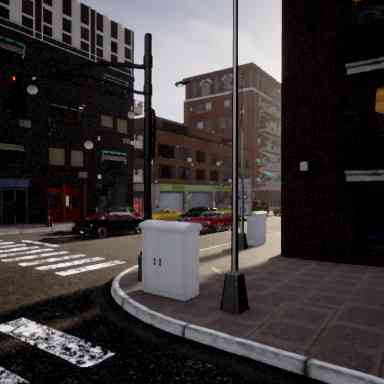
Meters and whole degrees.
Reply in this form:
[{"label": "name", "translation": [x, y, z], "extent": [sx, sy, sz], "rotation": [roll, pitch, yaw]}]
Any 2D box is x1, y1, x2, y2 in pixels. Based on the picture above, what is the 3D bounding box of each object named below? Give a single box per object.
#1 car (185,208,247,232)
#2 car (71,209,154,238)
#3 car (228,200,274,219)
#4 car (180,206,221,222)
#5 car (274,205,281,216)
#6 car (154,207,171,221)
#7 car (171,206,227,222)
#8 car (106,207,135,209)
[{"label": "car", "translation": [1.799, 2.017, 23.301], "extent": [1.895, 1.301, 4.718], "rotation": [0, -1, 35]}, {"label": "car", "translation": [-4.667, 1.881, 19.663], "extent": [1.895, 1.301, 4.718], "rotation": [0, -1, 35]}, {"label": "car", "translation": [6.385, 1.866, 35.494], "extent": [2.150, 2.045, 5.566], "rotation": [0, -1, 35]}, {"label": "car", "translation": [0.905, 2.092, 32.196], "extent": [1.947, 1.339, 4.313], "rotation": [-1, -2, 35]}, {"label": "car", "translation": [12.513, 2.394, 44.205], "extent": [2.033, 1.411, 5.357], "rotation": [0, -1, 35]}, {"label": "car", "translation": [-2.353, 1.944, 27.528], "extent": [1.752, 1.417, 4.829], "rotation": [-1, -2, 35]}, {"label": "car", "translation": [0.700, 1.962, 27.349], "extent": [1.837, 1.490, 4.892], "rotation": [0, -1, 35]}, {"label": "car", "translation": [-5.416, 1.758, 23.141], "extent": [1.967, 1.590, 4.097], "rotation": [-1, -2, 35]}]
